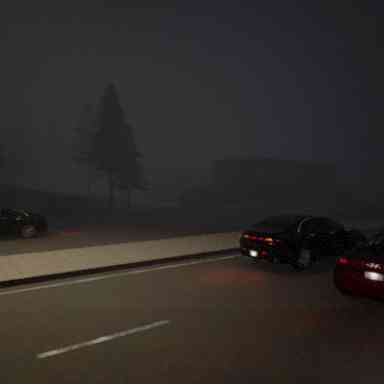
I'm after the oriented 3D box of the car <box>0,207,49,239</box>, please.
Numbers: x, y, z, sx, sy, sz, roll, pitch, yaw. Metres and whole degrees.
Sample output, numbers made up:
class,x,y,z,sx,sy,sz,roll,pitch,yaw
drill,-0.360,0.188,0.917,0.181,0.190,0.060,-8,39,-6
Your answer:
class,x,y,z,sx,sy,sz,roll,pitch,yaw
car,-9.422,1.495,15.690,4.892,1.490,1.837,0,0,-35

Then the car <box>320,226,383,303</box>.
class,x,y,z,sx,sy,sz,roll,pitch,yaw
car,4.982,1.504,7.287,4.181,1.385,1.994,-1,0,-36

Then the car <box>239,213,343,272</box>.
class,x,y,z,sx,sy,sz,roll,pitch,yaw
car,3.679,1.438,10.659,4.892,1.490,1.837,-1,0,-36
